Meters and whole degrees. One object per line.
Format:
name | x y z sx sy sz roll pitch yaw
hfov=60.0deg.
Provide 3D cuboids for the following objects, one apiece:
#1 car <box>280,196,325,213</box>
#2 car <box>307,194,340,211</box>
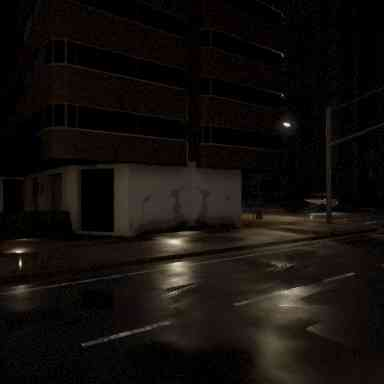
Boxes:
car | 12.115 1.526 37.590 1.812 1.442 4.674 0 0 -36
car | 14.876 1.221 40.016 2.150 2.045 5.566 0 0 -36
